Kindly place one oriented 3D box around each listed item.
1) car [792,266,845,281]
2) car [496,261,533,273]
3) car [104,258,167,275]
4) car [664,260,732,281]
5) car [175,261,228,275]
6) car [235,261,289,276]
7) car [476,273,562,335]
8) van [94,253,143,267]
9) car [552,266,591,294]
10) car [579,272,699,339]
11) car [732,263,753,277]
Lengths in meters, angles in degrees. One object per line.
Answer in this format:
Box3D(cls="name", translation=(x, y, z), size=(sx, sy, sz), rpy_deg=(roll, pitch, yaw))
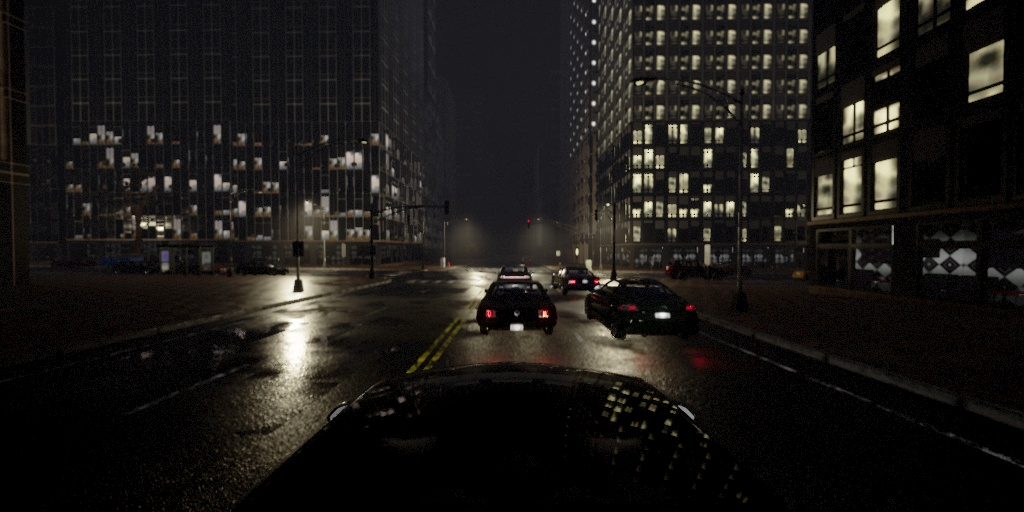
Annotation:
Box3D(cls="car", translation=(27.697, 1.559, 31.764), size=(4.829, 1.417, 1.751), rpy_deg=(0, 0, 1))
Box3D(cls="car", translation=(0.133, 1.221, 19.654), size=(2.128, 1.511, 4.902), rpy_deg=(0, 0, 0))
Box3D(cls="car", translation=(-34.039, 1.050, 32.908), size=(4.313, 1.339, 1.948), rpy_deg=(0, 0, 1))
Box3D(cls="car", translation=(16.249, 1.249, 31.981), size=(5.009, 1.841, 2.192), rpy_deg=(0, 0, 1))
Box3D(cls="car", translation=(-28.358, 1.119, 32.725), size=(4.207, 1.307, 1.802), rpy_deg=(0, 0, 1))
Box3D(cls="car", translation=(-22.675, 1.154, 32.581), size=(4.313, 1.339, 1.948), rpy_deg=(0, 0, 1))
Box3D(cls="car", translation=(0.117, 1.342, 10.398), size=(1.895, 1.301, 4.718), rpy_deg=(0, 0, 0))
Box3D(cls="van", translation=(-45.214, 0.580, 41.589), size=(3.998, 1.789, 1.690), rpy_deg=(0, 0, 1))
Box3D(cls="car", translation=(3.419, 1.277, 19.852), size=(2.033, 1.411, 5.357), rpy_deg=(0, 0, -3))
Box3D(cls="car", translation=(3.370, 1.305, 10.067), size=(1.994, 1.385, 4.181), rpy_deg=(0, 0, 0))
Box3D(cls="car", translation=(22.775, 1.458, 37.635), size=(4.181, 1.385, 1.994), rpy_deg=(0, 1, 1))
